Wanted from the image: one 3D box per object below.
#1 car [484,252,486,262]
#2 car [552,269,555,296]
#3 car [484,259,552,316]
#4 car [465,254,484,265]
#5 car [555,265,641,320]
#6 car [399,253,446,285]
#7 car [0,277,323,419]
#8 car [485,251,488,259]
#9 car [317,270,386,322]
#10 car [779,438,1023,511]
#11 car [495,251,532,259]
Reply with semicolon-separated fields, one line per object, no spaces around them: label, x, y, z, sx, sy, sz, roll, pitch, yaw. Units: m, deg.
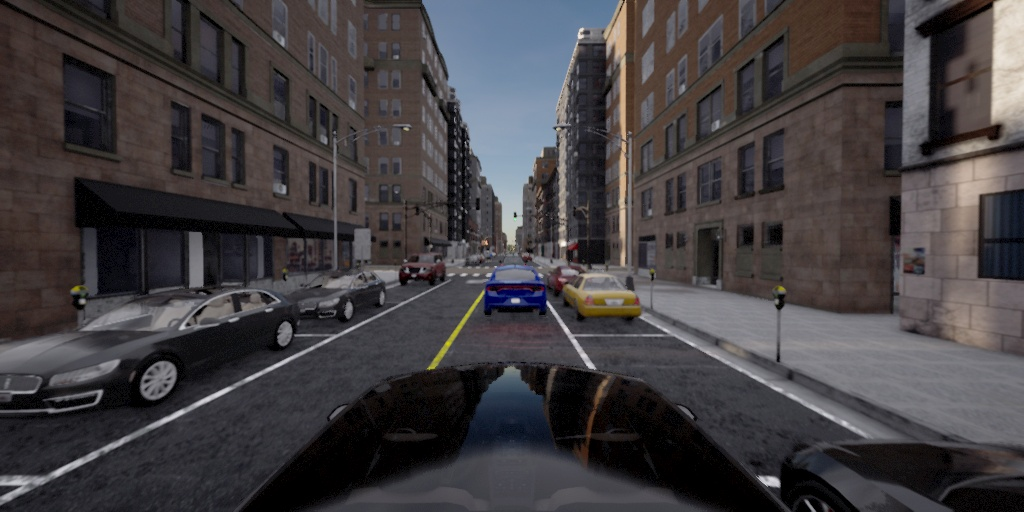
car;-5.392;0.419;54.140;1.888;1.381;4.507;0;0;0
car;2.636;1.081;16.807;1.802;1.307;4.207;0;0;0
car;0.097;1.049;12.448;1.882;1.535;5.008;0;1;0
car;-5.391;0.516;48.687;2.007;1.370;4.403;0;0;0
car;2.637;1.115;11.565;1.751;1.417;4.829;0;0;0
car;-5.389;0.723;22.227;2.192;1.841;5.009;0;0;0
car;-5.388;1.229;5.991;2.007;1.370;4.403;0;0;0
car;-5.392;0.307;59.423;1.751;1.417;4.829;0;0;0
car;-5.388;1.139;11.403;2.007;1.370;4.403;0;0;0
car;2.638;1.334;0.570;1.948;1.339;4.313;0;0;0
car;0.098;0.699;25.919;2.097;1.767;4.553;0;1;0
